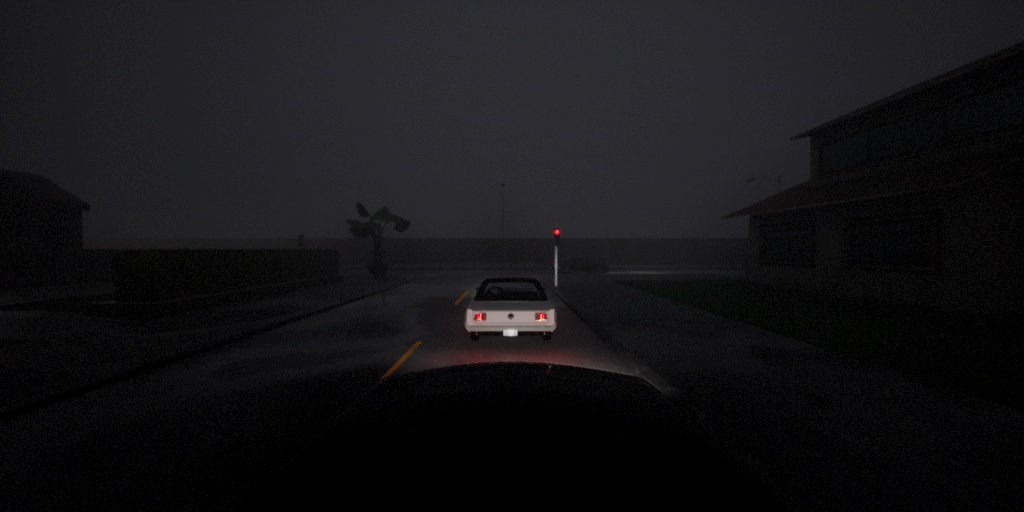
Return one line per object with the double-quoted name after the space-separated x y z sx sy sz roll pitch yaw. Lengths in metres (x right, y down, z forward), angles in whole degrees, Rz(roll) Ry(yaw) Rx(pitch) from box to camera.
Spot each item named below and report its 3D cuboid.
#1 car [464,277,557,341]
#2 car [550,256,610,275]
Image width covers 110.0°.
-0.026 1.204 9.393 1.895 1.301 4.718 0 1 0 "car"
5.488 0.717 29.065 4.902 1.511 2.128 0 0 -12 "car"
